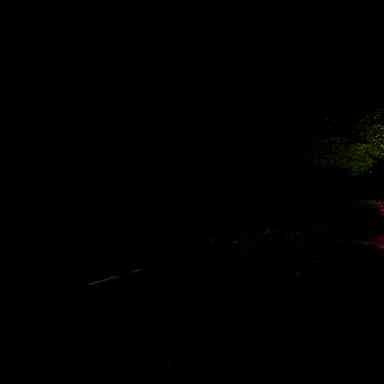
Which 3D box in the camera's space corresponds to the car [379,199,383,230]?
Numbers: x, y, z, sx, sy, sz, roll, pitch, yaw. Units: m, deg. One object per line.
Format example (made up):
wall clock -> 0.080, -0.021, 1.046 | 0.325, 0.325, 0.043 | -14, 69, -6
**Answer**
car -> 11.853, 0.996, 18.543 | 2.150, 2.045, 5.566 | 1, 1, 34
